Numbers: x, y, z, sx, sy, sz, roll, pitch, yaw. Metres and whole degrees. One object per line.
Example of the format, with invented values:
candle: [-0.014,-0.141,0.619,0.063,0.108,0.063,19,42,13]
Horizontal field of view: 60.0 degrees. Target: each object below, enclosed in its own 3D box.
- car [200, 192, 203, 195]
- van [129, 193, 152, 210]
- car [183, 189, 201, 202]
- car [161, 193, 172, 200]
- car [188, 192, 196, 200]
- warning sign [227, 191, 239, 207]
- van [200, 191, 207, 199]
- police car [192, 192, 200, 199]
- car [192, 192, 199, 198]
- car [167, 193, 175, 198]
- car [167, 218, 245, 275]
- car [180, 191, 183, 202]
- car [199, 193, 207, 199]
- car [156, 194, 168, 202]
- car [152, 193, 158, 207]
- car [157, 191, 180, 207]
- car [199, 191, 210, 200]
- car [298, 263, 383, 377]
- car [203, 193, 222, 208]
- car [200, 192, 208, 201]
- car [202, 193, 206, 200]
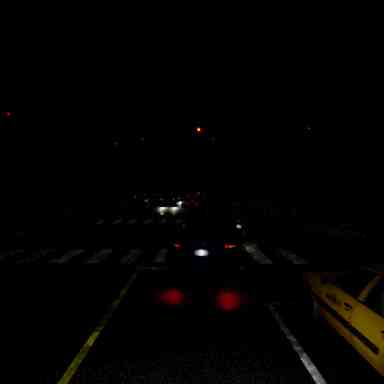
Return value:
car: [2.765,1.107,58.950,1.752,1.417,4.829,0,0,0]
van: [-5.785,1.073,36.695,1.690,1.788,3.998,0,0,0]
car: [0.030,0.795,60.116,2.150,2.045,5.566,0,0,1]
car: [-5.783,1.023,75.371,2.008,1.369,4.403,0,0,0]
car: [-0.009,0.816,71.083,1.837,1.490,4.892,0,0,0]
warning sign: [5.066,0.819,40.817,1.300,1.860,1.060,0,1,0]
van: [2.757,0.777,80.880,1.690,1.788,3.998,0,0,0]
police car: [0.890,0.861,80.932,1.930,1.638,5.238,0,0,0]
car: [0.888,0.824,91.011,1.801,1.575,5.366,0,0,0]
car: [-5.782,0.889,91.775,1.752,1.417,4.829,0,0,0]
car: [0.575,1.486,10.361,1.994,1.385,4.181,0,0,10]
car: [-3.013,1.056,64.347,1.837,1.490,4.892,0,0,0]
car: [2.756,0.950,86.407,2.008,1.369,4.403,0,0,0]
car: [-5.783,1.128,64.321,1.802,1.307,4.206,0,0,0]
car: [-5.784,1.239,42.222,1.887,1.381,4.507,0,0,0]
car: [-3.094,1.031,44.434,2.097,1.767,4.553,0,0,0]
car: [2.759,0.788,75.355,2.192,1.841,5.009,0,0,0]
car: [2.766,1.492,4.282,1.752,1.417,4.829,0,0,0]
car: [2.771,1.239,42.205,1.887,1.381,4.507,0,0,0]
car: [2.767,1.165,53.255,1.887,1.381,4.507,0,0,0]
car: [2.769,1.202,47.730,1.887,1.381,4.507,0,0,0]
